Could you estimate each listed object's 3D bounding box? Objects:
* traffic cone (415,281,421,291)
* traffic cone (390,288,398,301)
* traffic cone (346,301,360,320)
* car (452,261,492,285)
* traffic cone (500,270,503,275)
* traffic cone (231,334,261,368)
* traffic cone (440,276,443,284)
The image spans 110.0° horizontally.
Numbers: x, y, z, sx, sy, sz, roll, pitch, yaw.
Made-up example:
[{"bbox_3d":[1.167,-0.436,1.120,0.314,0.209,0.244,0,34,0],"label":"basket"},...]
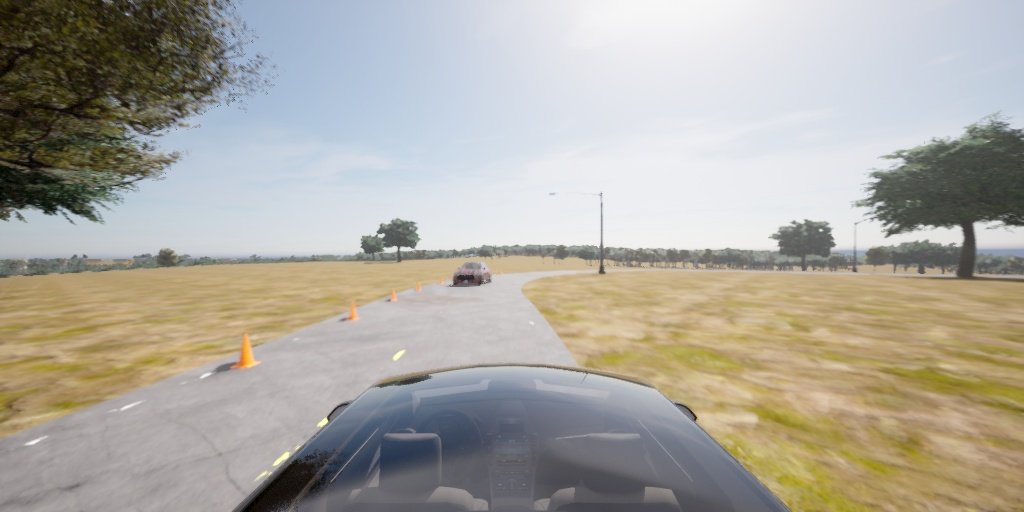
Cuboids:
[{"bbox_3d":[-5.662,1.801,21.822,0.340,0.580,0.340,0,0,1],"label":"traffic cone"},{"bbox_3d":[-5.476,1.781,16.585,0.340,0.580,0.340,0,0,-4],"label":"traffic cone"},{"bbox_3d":[-5.171,1.767,11.668,0.340,0.580,0.340,0,0,-3],"label":"traffic cone"},{"bbox_3d":[-2.893,1.195,26.610,2.097,1.767,4.553,-1,0,7],"label":"car"},{"bbox_3d":[-1.209,1.921,42.287,0.340,0.580,0.340,0,0,24],"label":"traffic cone"},{"bbox_3d":[-5.000,1.763,6.745,0.340,0.580,0.340,0,0,-1],"label":"traffic cone"},{"bbox_3d":[-5.323,1.825,27.080,0.340,0.580,0.340,0,0,6],"label":"traffic cone"}]
